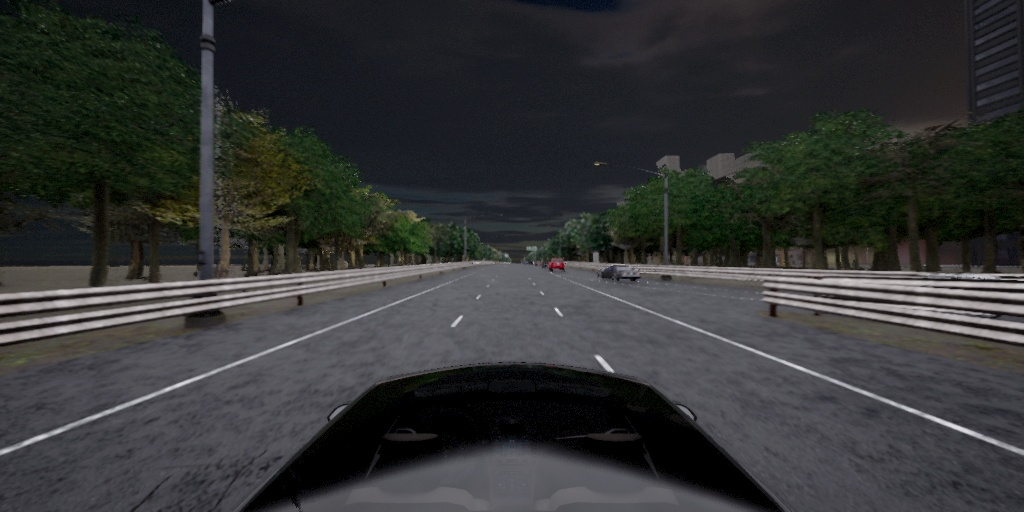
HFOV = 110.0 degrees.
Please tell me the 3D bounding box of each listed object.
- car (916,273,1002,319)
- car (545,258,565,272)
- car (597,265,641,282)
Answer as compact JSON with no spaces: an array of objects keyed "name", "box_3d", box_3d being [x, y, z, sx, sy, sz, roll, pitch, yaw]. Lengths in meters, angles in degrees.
[{"name":"car","box_3d":[15.795,1.353,13.218,1.812,1.442,4.674,0,-1,-23]},{"name":"car","box_3d":[7.004,1.358,56.984,2.150,2.045,5.566,0,0,0]},{"name":"car","box_3d":[9.523,1.547,32.366,2.033,1.411,5.357,0,0,-11]}]
